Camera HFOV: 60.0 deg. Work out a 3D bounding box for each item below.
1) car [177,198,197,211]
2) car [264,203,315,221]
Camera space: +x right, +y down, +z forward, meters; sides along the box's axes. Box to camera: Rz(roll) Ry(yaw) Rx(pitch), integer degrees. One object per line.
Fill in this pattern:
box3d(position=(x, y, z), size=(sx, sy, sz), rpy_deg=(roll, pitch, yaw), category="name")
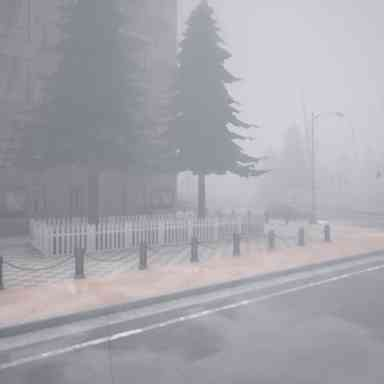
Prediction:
box3d(position=(-1.330, 1.510, 40.940), size=(2.128, 1.511, 4.902), rpy_deg=(0, 0, -35), category="car")
box3d(position=(8.001, 1.583, 27.532), size=(1.994, 1.385, 4.181), rpy_deg=(0, 0, -35), category="car")
